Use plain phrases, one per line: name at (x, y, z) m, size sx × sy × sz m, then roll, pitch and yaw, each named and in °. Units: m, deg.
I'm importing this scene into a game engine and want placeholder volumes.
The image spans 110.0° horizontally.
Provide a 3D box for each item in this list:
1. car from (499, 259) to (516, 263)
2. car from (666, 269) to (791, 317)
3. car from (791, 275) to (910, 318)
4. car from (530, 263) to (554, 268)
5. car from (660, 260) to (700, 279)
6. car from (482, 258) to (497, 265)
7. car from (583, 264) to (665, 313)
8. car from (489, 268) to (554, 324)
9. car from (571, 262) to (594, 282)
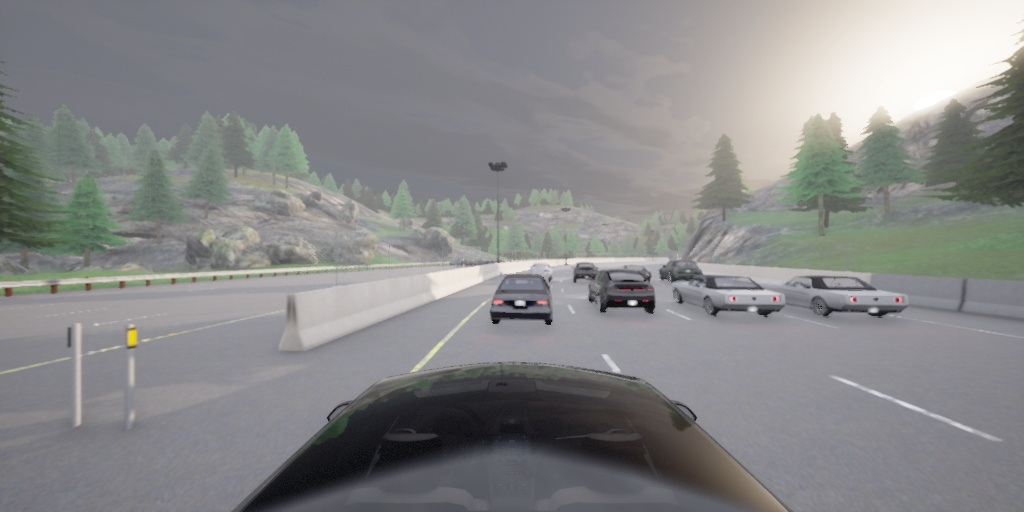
car at (-0.279, 1.297, 63.343) m, size 1.895 × 1.301 × 4.718 m, roll 0°, pitch 0°, yaw 19°
car at (7.537, 1.340, 13.157) m, size 1.895 × 1.301 × 4.718 m, roll 0°, pitch 0°, yaw 5°
car at (11.032, 1.340, 12.966) m, size 1.895 × 1.301 × 4.718 m, roll 0°, pitch 0°, yaw 5°
car at (2.374, 1.251, 29.313) m, size 1.812 × 1.442 × 4.674 m, roll 0°, pitch 0°, yaw 10°
car at (12.665, 1.078, 27.203) m, size 2.097 × 1.767 × 4.553 m, roll 0°, pitch 0°, yaw 9°
car at (-3.344, 1.173, 65.200) m, size 1.882 × 1.535 × 5.008 m, roll 0°, pitch 0°, yaw 19°
car at (4.099, 1.245, 13.963) m, size 1.837 × 1.490 × 4.892 m, roll 0°, pitch 0°, yaw 5°
car at (0.408, 1.289, 11.957) m, size 2.033 × 1.411 × 5.357 m, roll 0°, pitch 0°, yaw 4°
car at (5.736, 1.233, 28.209) m, size 1.837 × 1.490 × 4.892 m, roll 0°, pitch 0°, yaw 9°
